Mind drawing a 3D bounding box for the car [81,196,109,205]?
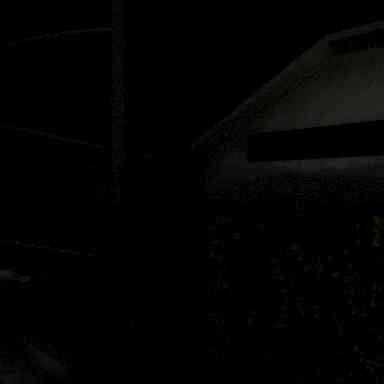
[{"bbox_3d":[-16.940,1.491,57.805,4.902,1.511,2.128,0,0,36],"label":"car"}]

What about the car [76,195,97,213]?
[{"bbox_3d":[-10.444,1.313,35.134,3.866,1.878,1.905,0,0,35],"label":"car"}]

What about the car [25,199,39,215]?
[{"bbox_3d":[-17.248,1.480,32.997,4.611,1.667,2.242,0,0,35],"label":"car"}]
